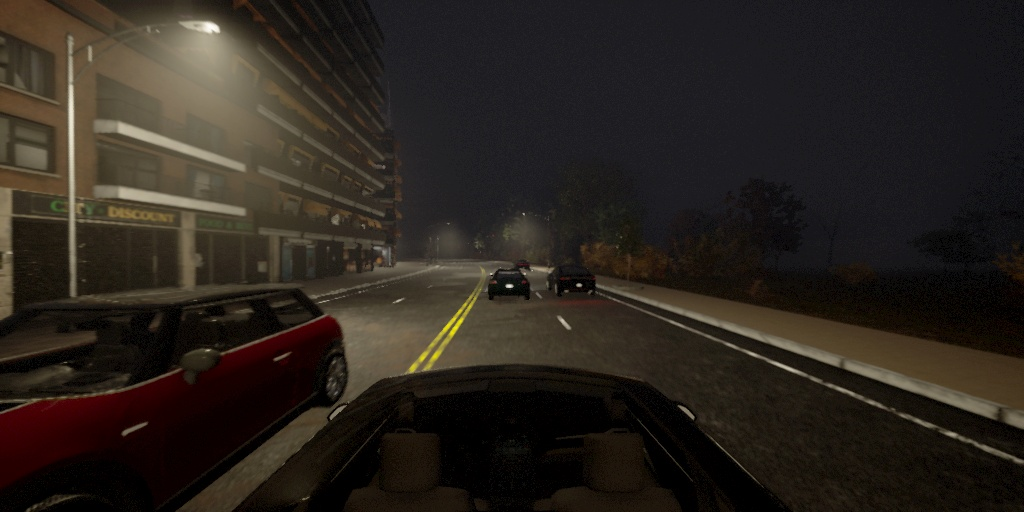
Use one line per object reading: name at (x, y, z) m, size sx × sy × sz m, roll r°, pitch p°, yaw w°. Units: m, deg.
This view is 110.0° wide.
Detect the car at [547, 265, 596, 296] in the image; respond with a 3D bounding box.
car at (3.026, 1.213, 19.077) m, size 1.882 × 1.535 × 5.008 m, roll 0°, pitch 0°, yaw -2°

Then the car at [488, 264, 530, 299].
car at (-0.187, 1.309, 18.016) m, size 1.994 × 1.385 × 4.181 m, roll 0°, pitch 0°, yaw -2°

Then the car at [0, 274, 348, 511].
car at (-3.376, 1.111, 3.188) m, size 2.097 × 1.767 × 4.553 m, roll 0°, pitch 0°, yaw 0°

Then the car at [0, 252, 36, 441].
car at (-6.611, 0.989, 1.380) m, size 2.150 × 2.045 × 5.566 m, roll 0°, pitch 0°, yaw 0°

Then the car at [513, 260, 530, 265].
car at (1.236, 1.223, 47.121) m, size 1.837 × 1.490 × 4.892 m, roll 0°, pitch 0°, yaw -5°
